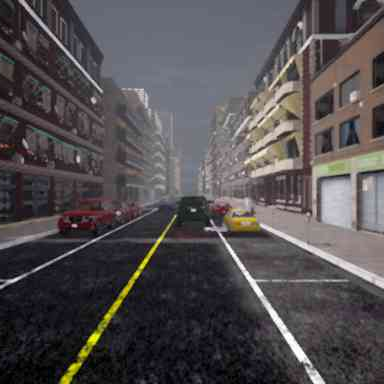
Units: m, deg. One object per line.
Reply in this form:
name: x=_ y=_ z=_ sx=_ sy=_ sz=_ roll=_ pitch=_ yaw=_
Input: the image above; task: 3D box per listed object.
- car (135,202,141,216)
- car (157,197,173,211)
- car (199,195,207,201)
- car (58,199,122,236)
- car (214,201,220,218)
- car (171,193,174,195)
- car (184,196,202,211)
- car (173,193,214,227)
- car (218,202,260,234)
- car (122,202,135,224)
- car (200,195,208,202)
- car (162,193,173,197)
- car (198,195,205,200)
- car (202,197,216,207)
car: x=-5.705 y=1.539 z=29.934 sx=1.887 sy=1.381 sz=4.507 roll=0 pitch=0 yaw=0
car: x=-3.023 y=1.593 z=39.832 sx=1.895 sy=1.301 sz=4.718 roll=0 pitch=0 yaw=0
car: x=2.646 y=1.545 z=80.660 sx=1.947 sy=1.339 sz=4.313 roll=0 pitch=0 yaw=0
car: x=-5.698 y=1.312 z=18.661 sx=2.192 sy=1.841 sz=5.009 roll=0 pitch=0 yaw=0
car: x=2.675 y=1.540 z=29.934 sx=1.887 sy=1.381 sz=4.507 roll=0 pitch=0 yaw=0
car: x=-5.732 y=1.532 z=75.023 sx=2.008 sy=1.369 sz=4.403 roll=0 pitch=0 yaw=0
car: x=0.077 y=1.345 z=40.568 sx=2.097 sy=1.767 sz=4.553 roll=0 pitch=0 yaw=0
car: x=0.086 y=1.220 z=23.003 sx=2.150 sy=2.045 sz=5.566 roll=0 pitch=0 yaw=0
car: x=2.681 y=1.523 z=18.831 sx=1.752 sy=1.417 sz=4.829 roll=0 pitch=0 yaw=0
car: x=-5.702 y=1.436 z=24.296 sx=1.967 sy=1.590 sz=4.097 roll=0 pitch=0 yaw=0
car: x=2.650 y=1.507 z=75.193 sx=1.752 sy=1.417 sz=4.829 roll=0 pitch=0 yaw=0
car: x=-5.728 y=1.534 z=69.386 sx=2.008 sy=1.369 sz=4.403 roll=0 pitch=0 yaw=0
car: x=2.639 y=1.557 z=91.932 sx=1.802 sy=1.307 sz=4.206 roll=0 pitch=0 yaw=0
car: x=2.662 y=1.540 z=52.478 sx=2.008 sy=1.369 sz=4.403 roll=0 pitch=0 yaw=0
